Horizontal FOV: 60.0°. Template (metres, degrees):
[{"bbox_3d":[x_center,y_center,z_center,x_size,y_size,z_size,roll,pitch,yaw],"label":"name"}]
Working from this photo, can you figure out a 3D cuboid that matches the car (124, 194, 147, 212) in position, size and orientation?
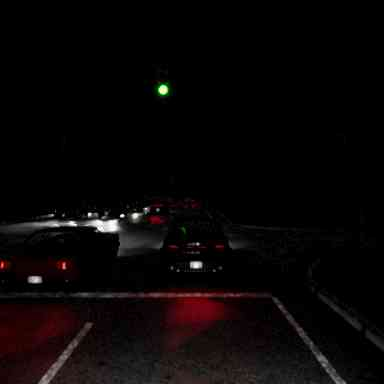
[{"bbox_3d":[-7.182,1.286,40.047,2.150,2.045,5.566,0,0,0],"label":"car"}]

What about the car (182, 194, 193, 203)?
[{"bbox_3d":[-1.034,1.376,70.106,2.097,1.767,4.553,0,0,-3],"label":"car"}]

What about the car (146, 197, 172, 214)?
[{"bbox_3d":[-3.449,1.561,36.042,1.837,1.490,4.892,0,-1,0],"label":"car"}]

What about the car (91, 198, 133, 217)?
[{"bbox_3d":[-7.104,1.541,30.188,2.128,1.511,4.902,0,0,1],"label":"car"}]

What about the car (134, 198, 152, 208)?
[{"bbox_3d":[-7.301,1.629,50.381,2.033,1.411,5.357,0,0,-1],"label":"car"}]

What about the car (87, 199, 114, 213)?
[{"bbox_3d":[-10.674,1.568,39.008,1.837,1.490,4.892,0,0,-1],"label":"car"}]

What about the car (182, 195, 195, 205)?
[{"bbox_3d":[-0.546,1.622,59.990,1.812,1.442,4.674,0,0,-2],"label":"car"}]

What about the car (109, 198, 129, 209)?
[{"bbox_3d":[-10.789,1.628,49.576,2.033,1.411,5.357,0,0,-1],"label":"car"}]

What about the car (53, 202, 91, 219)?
[{"bbox_3d":[-10.613,1.649,29.699,1.895,1.301,4.718,0,0,0],"label":"car"}]

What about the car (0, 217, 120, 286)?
[{"bbox_3d":[-3.398,1.616,9.430,1.895,1.301,4.718,0,0,0],"label":"car"}]

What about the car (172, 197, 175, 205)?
[{"bbox_3d":[-4.055,1.623,60.210,1.812,1.442,4.674,0,0,-2],"label":"car"}]

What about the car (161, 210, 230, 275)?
[{"bbox_3d":[0.101,1.522,10.518,1.837,1.490,4.892,0,0,0],"label":"car"}]
